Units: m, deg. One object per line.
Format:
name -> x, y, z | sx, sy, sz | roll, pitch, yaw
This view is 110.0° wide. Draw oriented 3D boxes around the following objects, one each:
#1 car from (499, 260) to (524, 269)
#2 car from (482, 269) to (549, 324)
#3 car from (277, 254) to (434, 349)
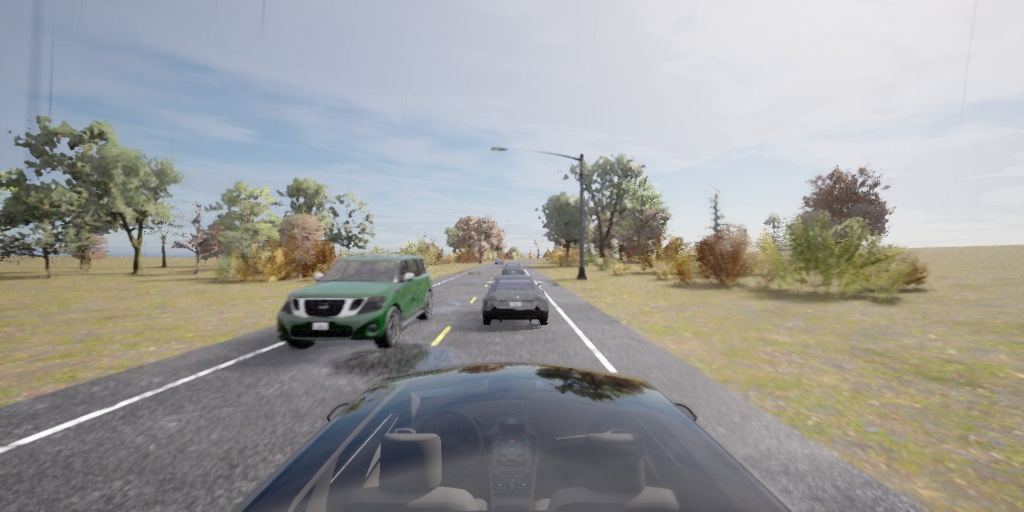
car -> 0.100, 1.292, 32.020 | 1.994, 1.385, 4.181 | 0, 0, 0
car -> 0.100, 1.306, 11.949 | 1.994, 1.385, 4.181 | 0, 0, 0
car -> -3.600, 0.966, 9.509 | 2.150, 2.045, 5.566 | 0, 0, 0
